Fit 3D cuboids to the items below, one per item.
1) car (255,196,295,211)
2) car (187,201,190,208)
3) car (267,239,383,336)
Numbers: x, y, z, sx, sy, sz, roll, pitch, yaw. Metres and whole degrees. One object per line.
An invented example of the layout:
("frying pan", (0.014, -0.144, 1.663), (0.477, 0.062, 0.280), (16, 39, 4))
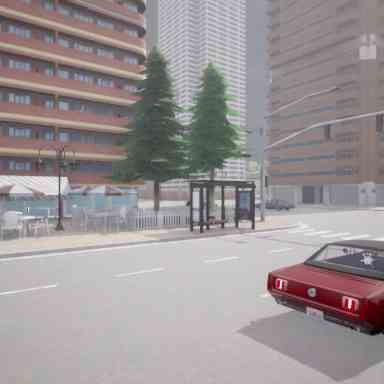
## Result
("car", (10.453, 1.603, 42.180), (2.033, 1.411, 5.357), (0, 0, -36))
("car", (1.293, 1.533, 42.608), (1.882, 1.535, 5.008), (0, 0, -36))
("car", (3.718, 1.601, 6.461), (4.718, 1.301, 1.895), (0, 0, -36))
